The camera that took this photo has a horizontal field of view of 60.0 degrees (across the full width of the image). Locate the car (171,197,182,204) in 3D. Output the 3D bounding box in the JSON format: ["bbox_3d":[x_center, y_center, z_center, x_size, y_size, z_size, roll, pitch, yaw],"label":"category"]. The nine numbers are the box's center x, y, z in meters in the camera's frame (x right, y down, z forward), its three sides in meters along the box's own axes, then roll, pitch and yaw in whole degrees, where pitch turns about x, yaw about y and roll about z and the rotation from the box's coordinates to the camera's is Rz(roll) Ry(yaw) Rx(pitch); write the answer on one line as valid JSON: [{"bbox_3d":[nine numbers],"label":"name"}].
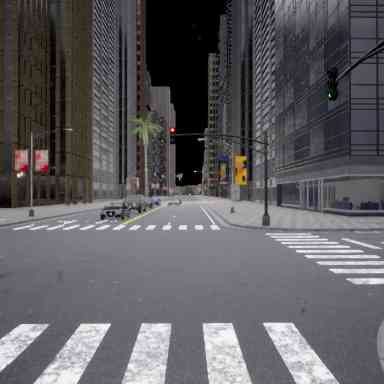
[{"bbox_3d":[-3.238,1.789,69.702,1.994,1.385,4.181,0,0,0],"label":"car"}]

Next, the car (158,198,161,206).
[{"bbox_3d":[-6.621,1.653,58.528,1.882,1.535,5.008,0,0,0],"label":"car"}]

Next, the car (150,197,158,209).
[{"bbox_3d":[-6.652,1.483,48.388,2.097,1.767,4.553,0,0,0],"label":"car"}]

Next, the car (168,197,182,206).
[{"bbox_3d":[-3.226,1.782,59.806,1.895,1.301,4.718,0,0,0],"label":"car"}]

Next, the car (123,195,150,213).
[{"bbox_3d":[-6.647,1.314,38.460,2.150,2.045,5.566,0,0,0],"label":"car"}]

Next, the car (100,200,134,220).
[{"bbox_3d":[-6.634,1.628,29.136,1.994,1.385,4.181,0,0,0],"label":"car"}]
